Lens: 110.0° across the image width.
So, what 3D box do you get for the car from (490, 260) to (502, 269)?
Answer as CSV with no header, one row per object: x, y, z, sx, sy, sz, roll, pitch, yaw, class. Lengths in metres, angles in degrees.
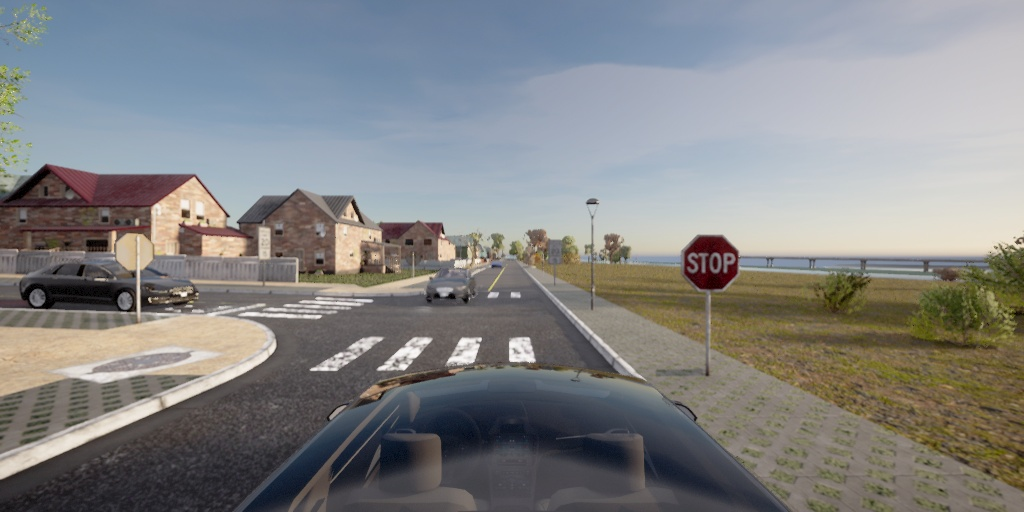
-2.745,1.489,63.374,1.882,1.535,5.008,0,0,0,car

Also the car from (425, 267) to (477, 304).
-2.748,1.311,17.003,2.128,1.511,4.902,0,0,0,car

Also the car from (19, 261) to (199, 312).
-13.158,0.945,11.861,4.892,1.490,1.837,2,0,3,car
